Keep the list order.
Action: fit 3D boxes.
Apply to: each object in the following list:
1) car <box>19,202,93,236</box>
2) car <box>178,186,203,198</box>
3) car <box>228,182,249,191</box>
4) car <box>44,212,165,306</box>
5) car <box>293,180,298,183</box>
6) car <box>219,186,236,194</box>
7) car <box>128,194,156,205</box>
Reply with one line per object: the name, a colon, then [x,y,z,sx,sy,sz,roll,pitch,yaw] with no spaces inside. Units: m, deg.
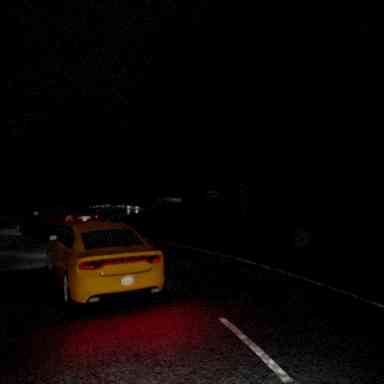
car: [-6.838,1.357,17.031,4.553,1.767,2.097,0,0,35]
car: [-0.080,-0.219,57.364,2.150,2.045,5.566,0,6,37]
car: [9.651,-1.176,69.163,1.837,1.490,4.892,0,5,41]
car: [-2.363,1.481,8.278,1.882,1.535,5.008,0,0,-29]
car: [24.115,-2.658,80.470,1.837,1.490,4.892,0,5,39]
car: [6.719,-0.349,60.067,1.895,1.301,4.718,0,5,39]
car: [-6.979,0.972,47.067,1.812,1.442,4.674,0,3,32]
